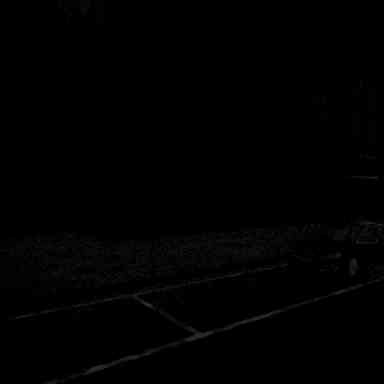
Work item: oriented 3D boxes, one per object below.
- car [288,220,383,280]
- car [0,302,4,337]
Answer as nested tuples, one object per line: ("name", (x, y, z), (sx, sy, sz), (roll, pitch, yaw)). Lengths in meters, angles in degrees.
("car", (4.707, 1.557, 9.904), (4.403, 1.369, 2.008), (0, 0, -36))
("car", (-4.486, 1.544, 3.336), (4.507, 1.381, 1.887), (0, 0, -36))
